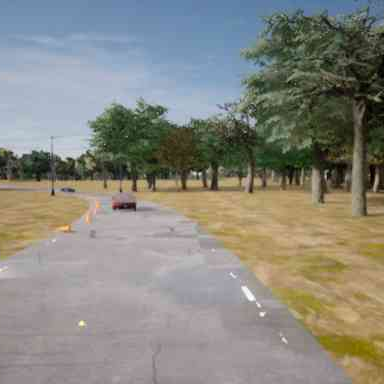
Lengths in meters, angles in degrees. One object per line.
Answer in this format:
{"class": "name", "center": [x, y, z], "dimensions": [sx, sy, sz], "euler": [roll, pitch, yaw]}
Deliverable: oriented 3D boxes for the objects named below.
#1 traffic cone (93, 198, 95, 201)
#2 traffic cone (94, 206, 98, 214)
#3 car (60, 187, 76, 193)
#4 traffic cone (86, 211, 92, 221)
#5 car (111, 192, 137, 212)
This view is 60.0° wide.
{"class": "traffic cone", "center": [-11.208, 0.980, 39.124], "dimensions": [0.340, 0.580, 0.340], "euler": [-1, 2, -19]}
{"class": "traffic cone", "center": [-7.240, 1.354, 24.988], "dimensions": [0.340, 0.580, 0.340], "euler": [-1, 2, -12]}
{"class": "car", "center": [-27.522, -0.520, 73.693], "dimensions": [1.895, 1.301, 4.718], "euler": [-2, 3, -43]}
{"class": "traffic cone", "center": [-6.276, 1.477, 20.187], "dimensions": [0.340, 0.580, 0.340], "euler": [0, 2, -10]}
{"class": "car", "center": [-5.788, 0.779, 28.309], "dimensions": [1.882, 1.535, 5.008], "euler": [-1, 2, -14]}
